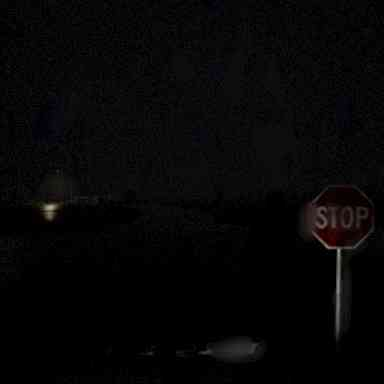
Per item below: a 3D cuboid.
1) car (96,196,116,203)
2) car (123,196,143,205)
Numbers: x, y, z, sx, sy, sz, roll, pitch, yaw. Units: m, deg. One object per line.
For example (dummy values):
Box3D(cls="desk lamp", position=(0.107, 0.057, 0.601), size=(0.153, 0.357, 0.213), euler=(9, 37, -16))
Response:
Box3D(cls="car", position=(-17.571, 1.573, 67.905), size=(4.718, 1.301, 1.895), euler=(-1, 1, 42))
Box3D(cls="car", position=(-10.699, 1.461, 60.040), size=(1.882, 1.535, 5.008), euler=(-1, 0, -37))
